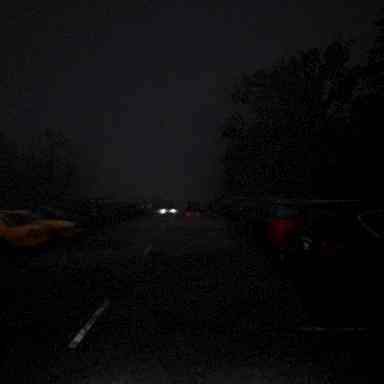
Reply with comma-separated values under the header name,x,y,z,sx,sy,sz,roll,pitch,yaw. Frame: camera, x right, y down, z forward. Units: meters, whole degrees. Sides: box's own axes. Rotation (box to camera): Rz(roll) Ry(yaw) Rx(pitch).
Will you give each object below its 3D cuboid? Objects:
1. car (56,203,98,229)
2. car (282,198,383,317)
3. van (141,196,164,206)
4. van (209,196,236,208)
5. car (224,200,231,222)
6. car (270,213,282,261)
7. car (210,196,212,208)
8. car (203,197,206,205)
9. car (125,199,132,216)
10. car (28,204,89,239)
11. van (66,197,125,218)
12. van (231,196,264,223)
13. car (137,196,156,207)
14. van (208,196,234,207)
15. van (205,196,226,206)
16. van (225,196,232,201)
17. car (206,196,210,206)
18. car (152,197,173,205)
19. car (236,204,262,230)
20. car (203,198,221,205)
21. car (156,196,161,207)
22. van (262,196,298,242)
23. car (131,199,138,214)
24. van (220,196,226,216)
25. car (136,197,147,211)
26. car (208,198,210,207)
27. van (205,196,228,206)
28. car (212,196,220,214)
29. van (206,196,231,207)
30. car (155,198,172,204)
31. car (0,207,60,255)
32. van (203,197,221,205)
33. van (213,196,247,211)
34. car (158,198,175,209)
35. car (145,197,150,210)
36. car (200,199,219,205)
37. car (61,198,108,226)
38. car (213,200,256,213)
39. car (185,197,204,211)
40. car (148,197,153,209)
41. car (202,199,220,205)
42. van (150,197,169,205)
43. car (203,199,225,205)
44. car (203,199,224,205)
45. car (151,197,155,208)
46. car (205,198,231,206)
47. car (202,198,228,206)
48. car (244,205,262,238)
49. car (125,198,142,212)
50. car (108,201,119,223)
name,x,y,z,sx,sy,sz,roll,pitch,yaw
car,-8.038,1.517,18.102,4.892,1.521,2.231,0,0,0
car,5.071,1.236,6.971,5.566,2.045,2.435,0,0,0
van,-8.124,1.835,68.057,4.442,1.987,1.878,0,-1,0
van,5.183,1.656,56.950,4.442,1.987,1.878,0,-1,0
car,5.056,1.561,23.582,5.008,1.535,2.097,0,-1,0
car,5.015,1.519,9.740,4.792,1.488,2.163,0,0,0
car,5.028,1.416,34.664,5.566,2.045,2.435,0,-1,0
car,5.037,1.604,54.180,5.566,2.045,2.435,0,-1,0
car,-8.056,1.643,29.207,4.792,1.488,2.163,0,-1,0
car,-7.848,1.499,15.335,5.366,1.575,1.946,0,0,0
van,-7.911,1.361,26.433,4.442,1.987,1.878,0,-1,0
van,4.941,1.311,20.798,4.442,1.987,1.878,0,0,0
car,-8.048,1.675,48.641,4.553,1.767,2.185,0,-1,0
van,5.184,1.682,59.595,4.442,1.987,1.878,0,-1,0
van,5.192,1.975,73.426,4.442,1.987,1.878,0,-1,0
van,5.168,1.362,26.354,4.442,1.987,1.878,0,-1,0
car,5.058,1.827,51.283,5.008,1.535,2.097,0,-1,0
car,-8.025,2.380,90.260,5.566,2.045,2.435,0,-1,0
car,5.077,1.546,18.044,4.792,1.488,2.163,0,0,0
car,5.049,2.360,84.502,4.553,1.767,2.185,0,-1,0
car,-8.020,1.854,54.192,5.008,1.535,2.097,0,-1,0
van,5.162,1.269,12.635,4.442,1.987,1.878,0,0,0
car,-8.054,1.670,31.983,4.792,1.488,2.163,0,-1,0
van,4.936,1.389,29.124,4.442,1.987,1.878,0,-1,0
car,-8.208,1.691,37.536,5.366,1.575,1.946,0,-1,0
car,5.060,1.841,48.512,4.674,1.452,2.002,0,-1,0
van,4.955,1.833,67.889,4.442,1.987,1.878,0,-1,0
car,5.026,1.390,31.894,5.566,2.045,2.435,0,-1,0
van,4.953,1.709,62.498,4.442,1.987,1.878,0,-1,0
car,-7.964,2.580,93.027,4.553,1.767,2.185,0,-1,0
car,-8.220,1.490,12.682,5.366,1.575,1.946,0,0,0
van,5.198,2.331,87.273,4.442,1.987,1.878,0,-1,0
van,5.178,1.550,45.870,4.442,1.987,1.878,0,-1,0
car,-3.577,1.922,50.824,1.895,1.301,4.718,-1,-2,0
car,-8.015,1.722,40.311,4.892,1.521,2.231,0,-1,0
car,4.899,2.697,92.804,5.366,1.575,1.946,0,-2,0
car,-7.999,1.411,20.882,4.553,1.767,2.185,0,0,0
car,5.053,1.721,40.203,5.008,1.535,2.097,0,-1,0
car,0.121,1.777,44.898,2.128,1.511,4.902,0,-1,0
car,-8.026,1.748,43.087,4.892,1.521,2.231,0,-1,0
car,5.076,2.629,90.037,4.892,1.521,2.231,0,-1,0
van,-7.884,2.192,81.933,4.442,1.987,1.878,0,-1,0
car,5.070,2.273,76.189,4.892,1.521,2.231,0,-1,0
car,5.072,2.343,78.959,5.008,1.535,2.097,0,-1,0
car,-8.204,1.771,45.863,5.366,1.575,1.946,0,-1,0
car,5.076,1.987,65.113,5.008,1.535,2.097,0,-1,0
car,4.889,2.126,70.650,5.366,1.575,1.946,0,-1,0
car,5.075,1.533,15.405,4.792,1.488,2.163,0,0,0
car,-8.053,1.697,34.759,4.792,1.488,2.163,0,-1,0
car,-8.000,1.590,23.654,4.792,1.488,2.163,0,-1,0
